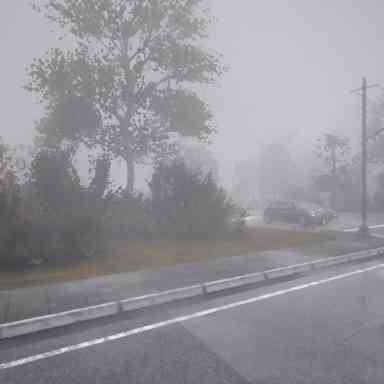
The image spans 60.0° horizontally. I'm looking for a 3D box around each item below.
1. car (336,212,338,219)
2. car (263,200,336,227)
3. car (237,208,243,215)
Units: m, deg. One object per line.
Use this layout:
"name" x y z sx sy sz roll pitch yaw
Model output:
"car" 9.212 1.594 26.889 1.837 1.490 4.892 0 -1 -42
"car" 7.313 1.426 23.643 2.097 1.767 4.553 0 -1 -38
"car" 3.501 1.781 33.716 1.994 1.385 4.181 0 -1 -42
